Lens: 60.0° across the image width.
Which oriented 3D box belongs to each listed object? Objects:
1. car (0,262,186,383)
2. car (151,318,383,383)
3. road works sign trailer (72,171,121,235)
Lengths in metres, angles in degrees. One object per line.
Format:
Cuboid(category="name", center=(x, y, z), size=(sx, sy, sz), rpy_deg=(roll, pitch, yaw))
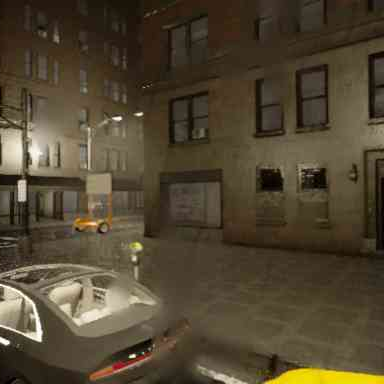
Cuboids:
Cuboid(category="car", center=(-2.002, 1.603, 4.241), size=(4.403, 1.369, 2.008), rpy_deg=(-1, 0, 35))
Cuboid(category="car", center=(2.264, 1.509, 1.206), size=(4.829, 1.417, 1.752), rpy_deg=(-1, 0, 35))
Cuboid(category="road works sign trailer", center=(-5.364, 0.589, 19.850), size=(2.380, 3.560, 2.880), rpy_deg=(-1, 0, 35))
